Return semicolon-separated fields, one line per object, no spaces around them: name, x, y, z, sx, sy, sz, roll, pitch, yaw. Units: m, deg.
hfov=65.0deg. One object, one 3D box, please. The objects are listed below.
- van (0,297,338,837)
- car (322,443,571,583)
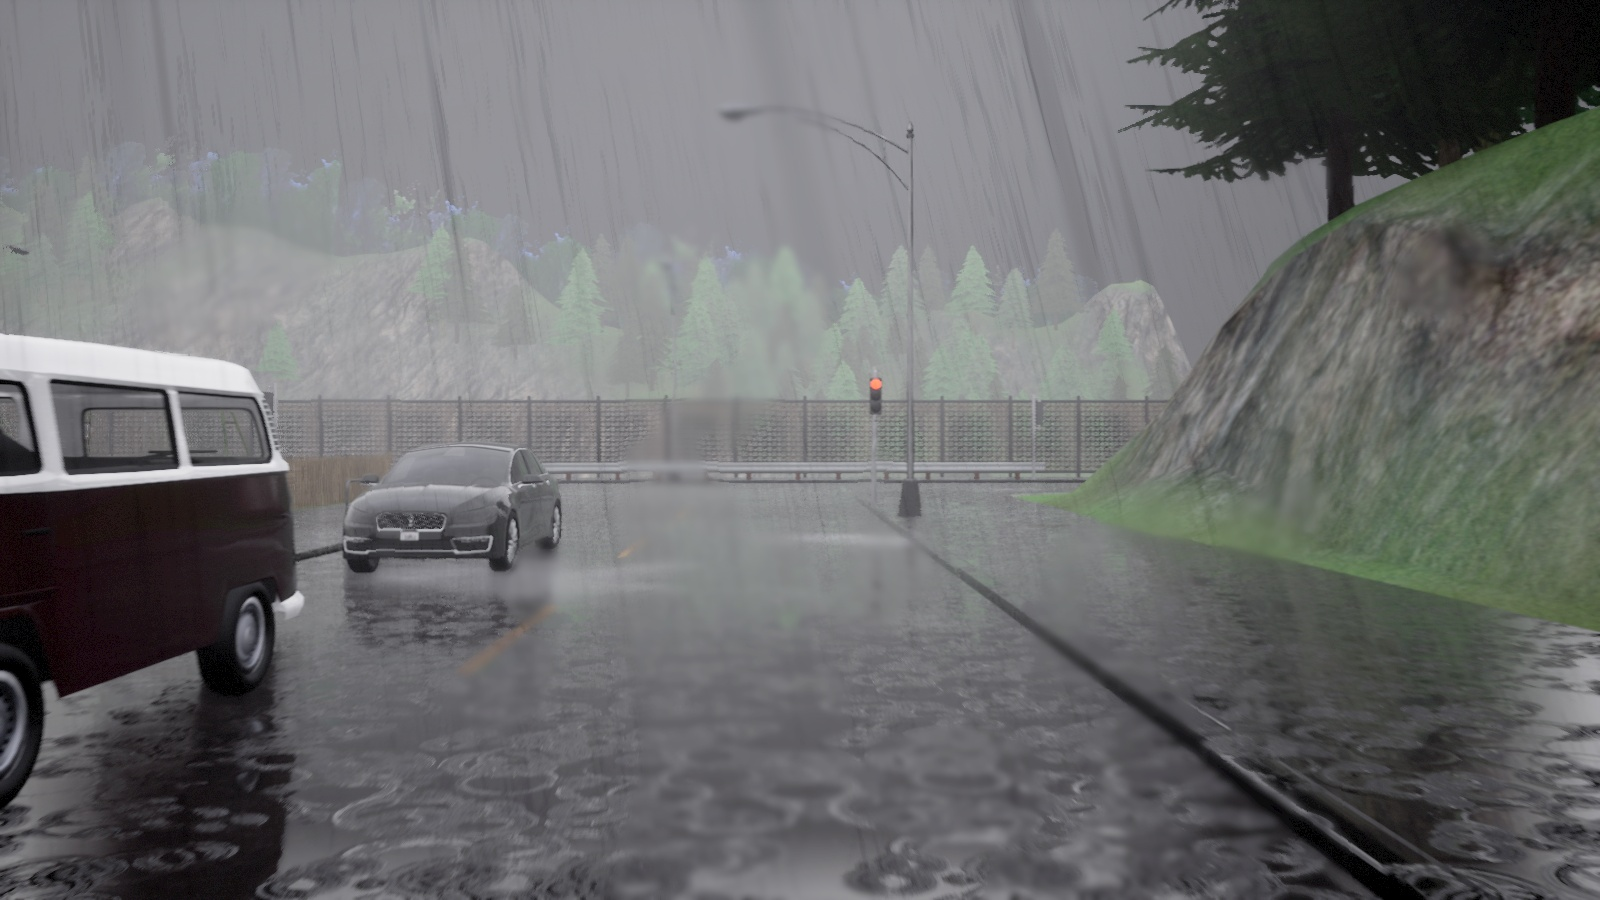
van;-4.076;0.433;6.115;2.069;2.038;4.480;0;0;-1
car;-4.231;0.659;15.883;1.837;1.490;4.892;0;0;-1
